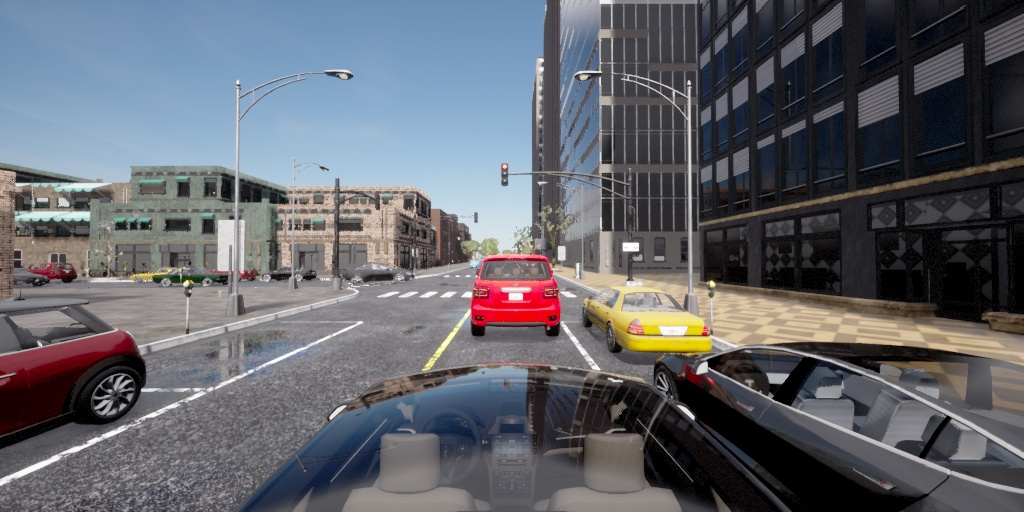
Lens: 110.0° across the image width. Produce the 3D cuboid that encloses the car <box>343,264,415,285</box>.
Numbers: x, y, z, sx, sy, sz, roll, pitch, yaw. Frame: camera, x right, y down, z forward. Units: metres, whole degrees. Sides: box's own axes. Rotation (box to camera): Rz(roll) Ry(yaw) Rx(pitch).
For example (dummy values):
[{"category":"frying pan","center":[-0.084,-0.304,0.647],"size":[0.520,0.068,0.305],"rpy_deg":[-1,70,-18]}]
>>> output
[{"category":"car","center":[-9.642,1.291,26.149],"size":[4.902,1.511,2.128],"rpy_deg":[-1,0,-9]}]

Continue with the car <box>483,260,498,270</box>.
[{"category":"car","center":[-3.212,1.317,54.408],"size":[2.033,1.411,5.357],"rpy_deg":[0,0,0]}]

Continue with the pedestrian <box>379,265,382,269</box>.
[{"category":"pedestrian","center":[-12.616,1.399,34.339],"size":[0.375,1.300,0.375],"rpy_deg":[0,0,1]}]

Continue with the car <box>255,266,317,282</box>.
[{"category":"car","center":[-19.477,1.562,31.458],"size":[4.313,1.339,1.948],"rpy_deg":[0,0,1]}]

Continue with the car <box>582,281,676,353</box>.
[{"category":"car","center":[2.813,1.277,8.605],"size":[1.751,1.417,4.829],"rpy_deg":[0,0,0]}]

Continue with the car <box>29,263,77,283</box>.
[{"category":"car","center":[-41.668,1.522,31.692],"size":[5.009,1.841,2.192],"rpy_deg":[0,0,1]}]

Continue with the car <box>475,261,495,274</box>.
[{"category":"car","center":[-3.193,1.312,43.986],"size":[2.033,1.411,5.357],"rpy_deg":[0,0,0]}]

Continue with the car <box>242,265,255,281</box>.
[{"category":"car","center":[-25.025,1.489,31.517],"size":[4.097,1.591,1.967],"rpy_deg":[0,0,1]}]

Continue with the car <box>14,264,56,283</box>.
[{"category":"car","center":[-36.677,1.574,25.869],"size":[4.892,1.490,1.837],"rpy_deg":[-1,-1,1]}]

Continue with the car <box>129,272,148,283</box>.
[{"category":"car","center":[-30.743,1.627,31.577],"size":[4.829,1.417,1.751],"rpy_deg":[0,0,1]}]

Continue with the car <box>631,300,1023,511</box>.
[{"category":"car","center":[2.655,1.316,2.791],"size":[1.948,1.339,4.313],"rpy_deg":[0,0,0]}]

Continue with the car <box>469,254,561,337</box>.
[{"category":"car","center":[0.081,0.975,10.480],"size":[2.150,2.045,5.566],"rpy_deg":[0,0,0]}]

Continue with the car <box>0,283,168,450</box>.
[{"category":"car","center":[-5.692,1.190,2.827],"size":[1.967,1.591,4.097],"rpy_deg":[0,0,0]}]

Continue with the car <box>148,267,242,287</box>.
[{"category":"car","center":[-22.597,1.534,25.707],"size":[4.718,1.301,1.895],"rpy_deg":[0,-1,1]}]
